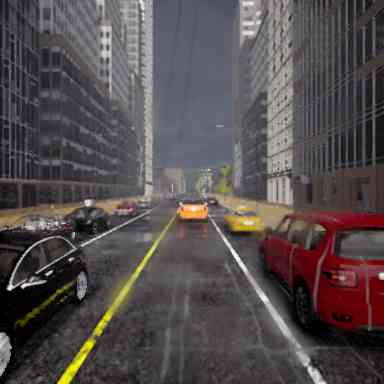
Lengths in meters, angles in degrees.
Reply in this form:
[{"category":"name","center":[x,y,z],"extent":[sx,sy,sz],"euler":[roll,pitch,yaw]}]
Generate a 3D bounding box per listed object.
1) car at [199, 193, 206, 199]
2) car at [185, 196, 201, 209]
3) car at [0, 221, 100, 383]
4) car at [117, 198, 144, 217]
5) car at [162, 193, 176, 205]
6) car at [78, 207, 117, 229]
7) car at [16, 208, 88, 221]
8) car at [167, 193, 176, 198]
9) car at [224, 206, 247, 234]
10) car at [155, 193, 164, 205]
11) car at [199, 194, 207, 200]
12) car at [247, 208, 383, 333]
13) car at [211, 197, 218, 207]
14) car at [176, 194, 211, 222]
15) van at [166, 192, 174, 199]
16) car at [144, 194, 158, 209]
[{"category":"car","center":[2.729,1.056,86.524],"extent":[1.752,1.417,4.829],"euler":[0,0,0]},{"category":"car","center":[0.116,1.312,41.620],"extent":[1.812,1.442,4.674],"euler":[0,1,0]},{"category":"car","center":[-3.098,1.479,5.243],"extent":[1.837,1.490,4.892],"euler":[0,0,0]},{"category":"car","center":[-5.675,1.434,29.449],"extent":[1.802,1.307,4.206],"euler":[0,0,0]},{"category":"car","center":[-2.980,1.310,51.040],"extent":[1.994,1.385,4.181],"euler":[0,0,0]},{"category":"car","center":[-5.680,1.477,18.067],"extent":[1.947,1.339,4.313],"euler":[0,0,0]},{"category":"car","center":[-5.682,1.490,12.374],"extent":[2.008,1.369,4.403],"euler":[0,0,0]},{"category":"car","center":[-5.649,1.063,92.064],"extent":[1.947,1.339,4.313],"euler":[0,0,0]},{"category":"car","center":[2.701,1.435,18.220],"extent":[1.752,1.417,4.829],"euler":[0,0,0]},{"category":"car","center":[-5.666,1.273,52.219],"extent":[1.887,1.381,4.507],"euler":[0,0,0]},{"category":"car","center":[2.727,1.147,80.662],"extent":[1.802,1.307,4.206],"euler":[0,0,0]},{"category":"car","center":[2.698,1.283,6.665],"extent":[2.192,1.841,5.009],"euler":[0,0,0]},{"category":"car","center":[2.713,1.326,46.511],"extent":[1.947,1.339,4.313],"euler":[0,0,0]},{"category":"car","center":[0.110,1.226,25.166],"extent":[2.097,1.767,4.553],"euler":[0,0,0]},{"category":"van","center":[-5.650,0.872,86.371],"extent":[1.690,1.788,3.998],"euler":[0,0,0]},{"category":"car","center":[-5.670,1.341,40.835],"extent":[2.008,1.369,4.403],"euler":[0,0,0]}]
